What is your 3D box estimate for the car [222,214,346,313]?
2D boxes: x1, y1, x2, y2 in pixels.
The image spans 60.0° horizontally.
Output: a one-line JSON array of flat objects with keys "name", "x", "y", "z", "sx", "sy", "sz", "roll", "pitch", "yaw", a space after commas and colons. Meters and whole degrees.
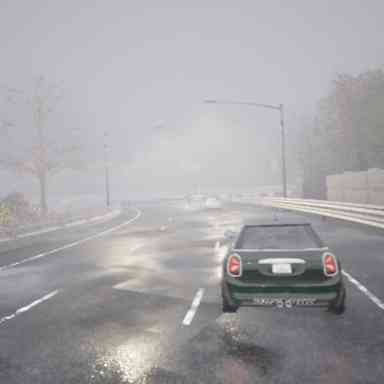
[{"name": "car", "x": 1.828, "y": 1.283, "z": 7.646, "sx": 2.097, "sy": 1.767, "sz": 4.553, "roll": -3, "pitch": 0, "yaw": 9}]

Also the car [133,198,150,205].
[{"name": "car", "x": -11.908, "y": 2.204, "z": 75.128, "sx": 2.033, "sy": 1.411, "sz": 5.357, "roll": -3, "pitch": 0, "yaw": -28}]

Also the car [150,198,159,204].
[{"name": "car", "x": -9.363, "y": 2.107, "z": 77.840, "sx": 1.994, "sy": 1.385, "sz": 4.181, "roll": -3, "pitch": 0, "yaw": -28}]

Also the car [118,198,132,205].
[{"name": "car", "x": -16.998, "y": 2.407, "z": 84.179, "sx": 1.837, "sy": 1.490, "sz": 4.892, "roll": -3, "pitch": 0, "yaw": -32}]

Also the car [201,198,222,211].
[{"name": "car", "x": 2.291, "y": 1.495, "z": 40.315, "sx": 1.812, "sy": 1.442, "sz": 4.674, "roll": -2, "pitch": 0, "yaw": -7}]

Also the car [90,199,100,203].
[{"name": "car", "x": -26.514, "y": 2.686, "z": 91.629, "sx": 1.812, "sy": 1.442, "sz": 4.674, "roll": -2, "pitch": 0, "yaw": -41}]

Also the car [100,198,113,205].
[{"name": "car", "x": -20.664, "y": 2.548, "z": 83.397, "sx": 1.882, "sy": 1.535, "sz": 5.008, "roll": -2, "pitch": 0, "yaw": -35}]

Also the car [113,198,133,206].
[{"name": "car", "x": -15.430, "y": 2.175, "z": 74.333, "sx": 2.097, "sy": 1.767, "sz": 4.553, "roll": -3, "pitch": 0, "yaw": -28}]

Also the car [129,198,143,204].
[{"name": "car", "x": -14.601, "y": 2.358, "z": 86.949, "sx": 1.994, "sy": 1.385, "sz": 4.181, "roll": -3, "pitch": 0, "yaw": -32}]
